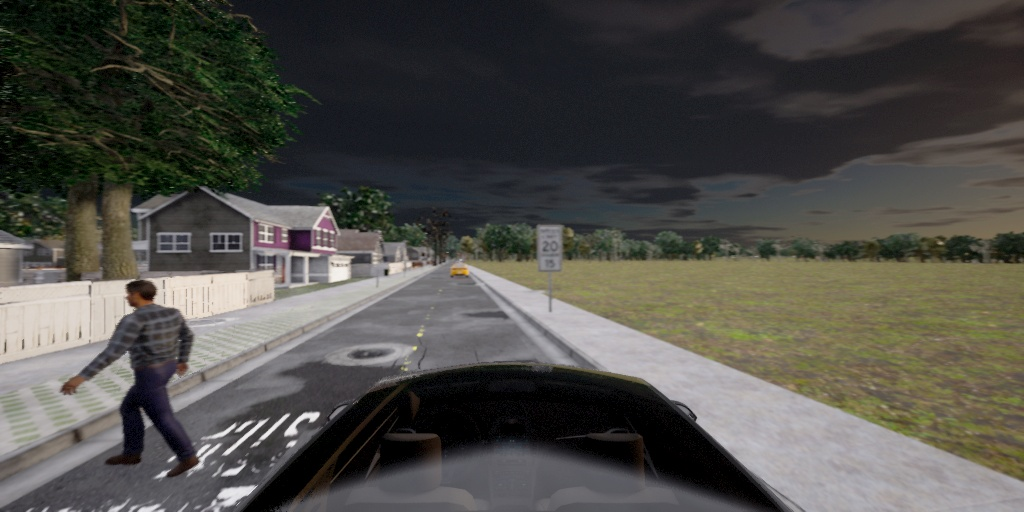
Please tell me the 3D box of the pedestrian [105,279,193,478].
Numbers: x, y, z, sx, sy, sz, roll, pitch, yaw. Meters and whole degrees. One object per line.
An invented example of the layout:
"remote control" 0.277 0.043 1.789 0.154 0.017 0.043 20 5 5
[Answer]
"pedestrian" -3.374 1.098 3.354 0.375 1.860 0.375 0 -1 -9

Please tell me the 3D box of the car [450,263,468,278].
"car" -5.968 1.611 40.812 1.882 1.535 5.008 -1 0 -9
